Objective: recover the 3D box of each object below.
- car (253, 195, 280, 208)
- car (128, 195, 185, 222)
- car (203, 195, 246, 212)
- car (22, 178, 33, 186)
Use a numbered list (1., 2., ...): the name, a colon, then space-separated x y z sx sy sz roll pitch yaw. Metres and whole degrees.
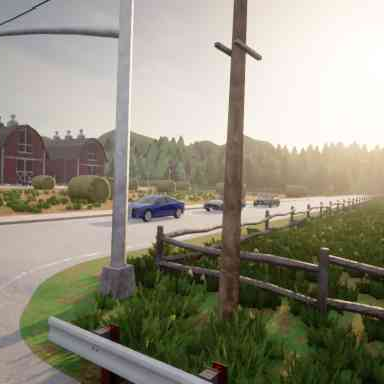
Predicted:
1. car: 8.542 0.992 37.836 1.994 1.385 4.181 3 2 33
2. car: -2.413 0.939 21.219 1.882 1.535 5.008 3 2 33
3. car: 3.025 0.992 29.481 2.033 1.411 5.357 3 2 33
4. car: -38.963 -2.352 79.377 1.905 1.878 3.866 8 2 -13
